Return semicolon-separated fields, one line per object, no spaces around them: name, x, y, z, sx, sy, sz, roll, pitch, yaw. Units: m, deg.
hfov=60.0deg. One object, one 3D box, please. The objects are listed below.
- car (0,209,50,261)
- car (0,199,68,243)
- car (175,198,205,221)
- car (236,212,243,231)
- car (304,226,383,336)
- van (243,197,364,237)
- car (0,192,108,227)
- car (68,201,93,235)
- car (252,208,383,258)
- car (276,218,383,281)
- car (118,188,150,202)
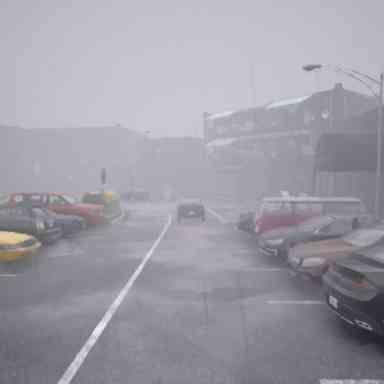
car;-7.493;1.427;10.121;5.366;1.575;1.946;0;0;0
car;-7.646;1.286;13.062;4.553;1.767;2.185;0;0;0
car;-0.180;1.139;24.160;1.882;1.535;5.008;0;2;-4
car;4.647;1.368;16.304;4.892;1.521;2.231;0;1;0
car;4.645;1.455;5.242;4.892;1.521;2.231;0;0;0
van;4.536;1.182;13.494;4.442;1.987;1.878;0;1;0
car;-7.647;1.062;18.833;5.566;2.045;2.435;0;1;0
car;-7.682;1.375;15.893;5.008;1.535;2.097;0;1;0
car;4.659;1.429;10.702;4.892;1.521;2.231;0;0;0
car;4.654;1.481;7.912;4.674;1.452;2.002;0;0;0
car;-7.050;0.249;39.599;1.882;1.535;5.008;-3;5;-43
